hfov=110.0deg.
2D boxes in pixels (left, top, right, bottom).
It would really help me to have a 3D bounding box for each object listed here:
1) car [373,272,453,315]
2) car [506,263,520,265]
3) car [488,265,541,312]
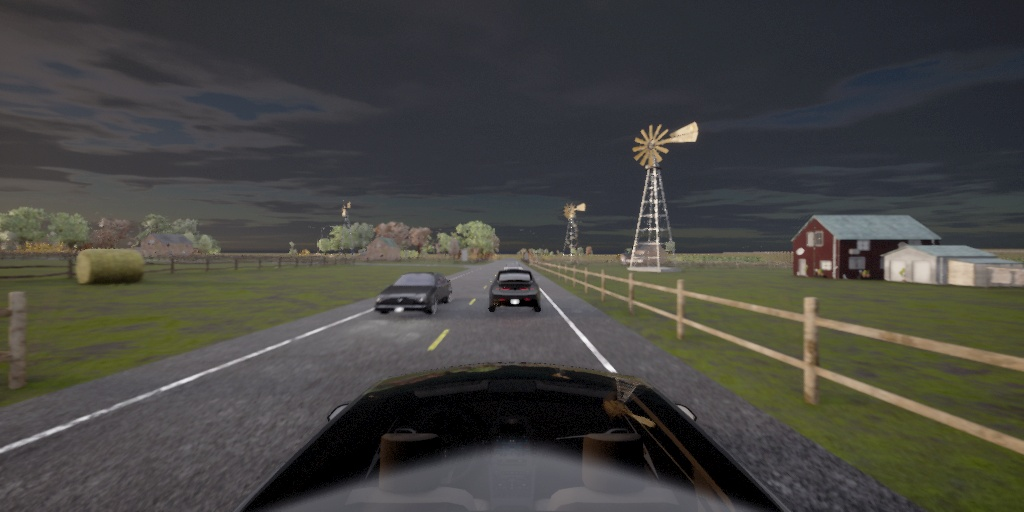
[{"bbox_3d":[-3.550,1.323,13.998,2.033,1.411,5.357,0,0,1],"label":"car"},{"bbox_3d":[0.092,1.428,39.130,1.895,1.301,4.718,0,0,0],"label":"car"},{"bbox_3d":[0.099,1.282,14.474,1.837,1.490,4.892,0,0,0],"label":"car"}]
